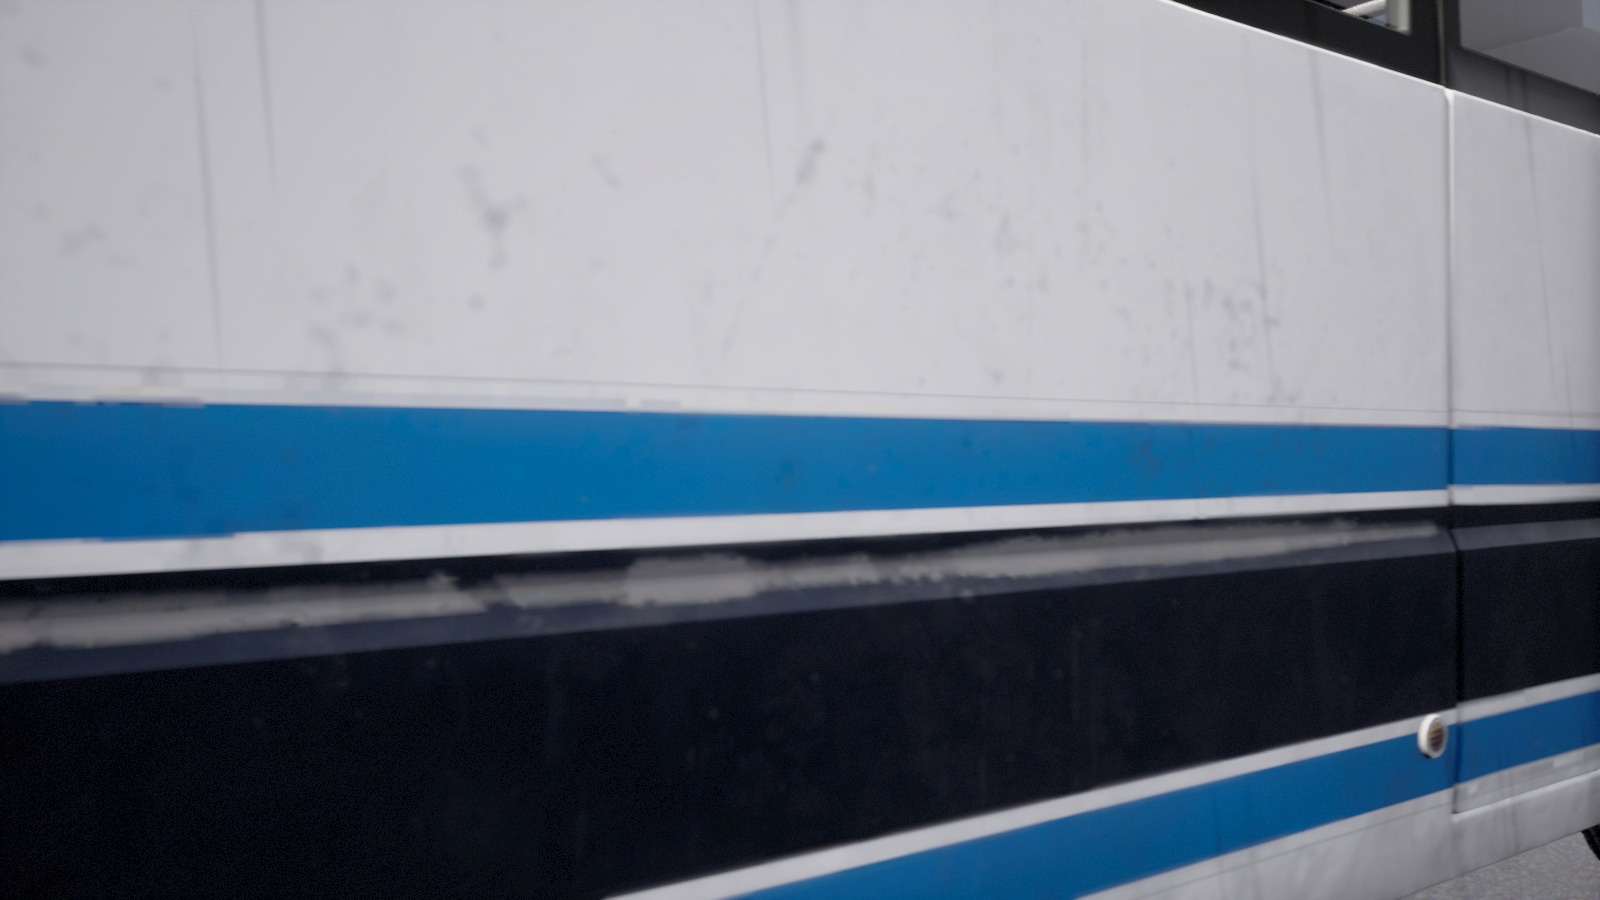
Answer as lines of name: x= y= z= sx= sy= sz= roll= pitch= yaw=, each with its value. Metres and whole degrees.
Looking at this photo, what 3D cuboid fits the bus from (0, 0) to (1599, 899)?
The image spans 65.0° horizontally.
bus: x=-0.216 y=-0.629 z=3.514 sx=10.273 sy=4.253 sz=3.944 roll=0 pitch=0 yaw=-35
